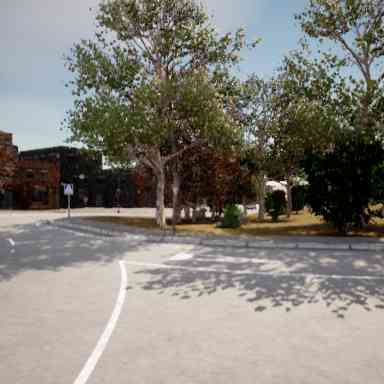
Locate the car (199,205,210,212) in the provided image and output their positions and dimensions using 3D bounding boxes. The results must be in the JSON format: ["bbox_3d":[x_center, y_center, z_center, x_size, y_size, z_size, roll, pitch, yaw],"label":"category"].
[{"bbox_3d":[3.885,4.686,93.762,2.435,2.045,5.566,0,-2,26],"label":"car"}]
